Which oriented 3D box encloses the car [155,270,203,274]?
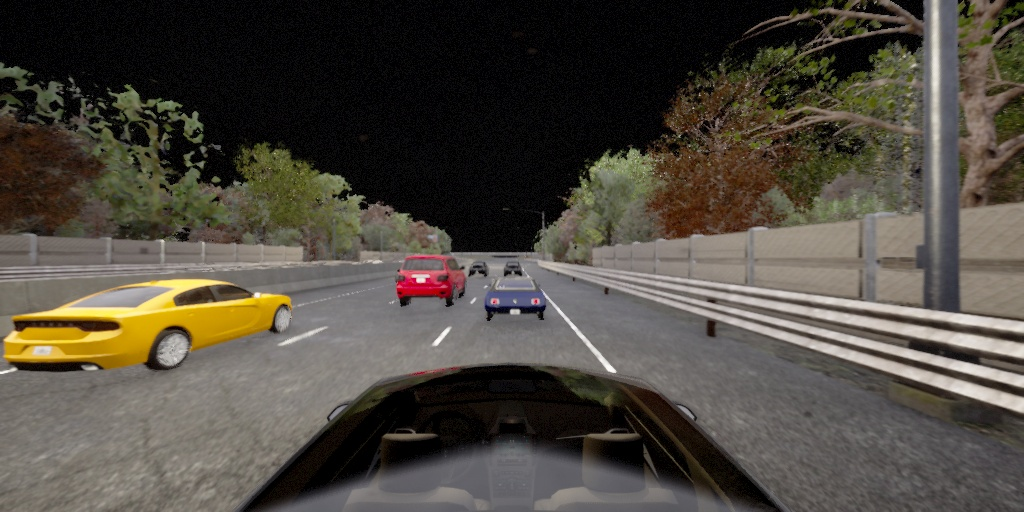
[{"bbox_3d":[-17.600,1.391,18.615,1.895,1.301,4.718,0,0,0],"label":"car"}]

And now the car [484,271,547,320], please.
[{"bbox_3d":[0.097,1.375,12.817,1.895,1.301,4.718,0,0,0],"label":"car"}]

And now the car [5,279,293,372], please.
[{"bbox_3d":[-6.898,1.240,7.743,1.882,1.535,5.008,0,0,0],"label":"car"}]

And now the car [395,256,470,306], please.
[{"bbox_3d":[-3.402,1.004,16.050,2.150,2.045,5.566,0,0,0],"label":"car"}]

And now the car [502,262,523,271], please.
[{"bbox_3d":[0.092,1.352,36.905,1.837,1.490,4.892,0,0,0],"label":"car"}]

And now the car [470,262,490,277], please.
[{"bbox_3d":[-3.410,1.354,37.487,1.837,1.490,4.892,0,0,0],"label":"car"}]
